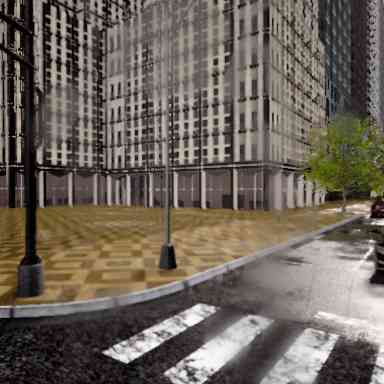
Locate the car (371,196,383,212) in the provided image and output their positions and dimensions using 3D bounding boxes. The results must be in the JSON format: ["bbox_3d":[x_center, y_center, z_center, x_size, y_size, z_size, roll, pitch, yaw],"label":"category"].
[{"bbox_3d":[17.959,1.289,30.945,2.192,1.841,5.009,0,0,35],"label":"car"}]

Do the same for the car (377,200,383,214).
[{"bbox_3d":[21.195,1.531,35.634,1.947,1.339,4.313,0,0,35],"label":"car"}]

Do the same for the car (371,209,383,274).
[{"bbox_3d":[6.610,1.487,9.939,2.128,1.511,4.902,0,0,33],"label":"car"}]
